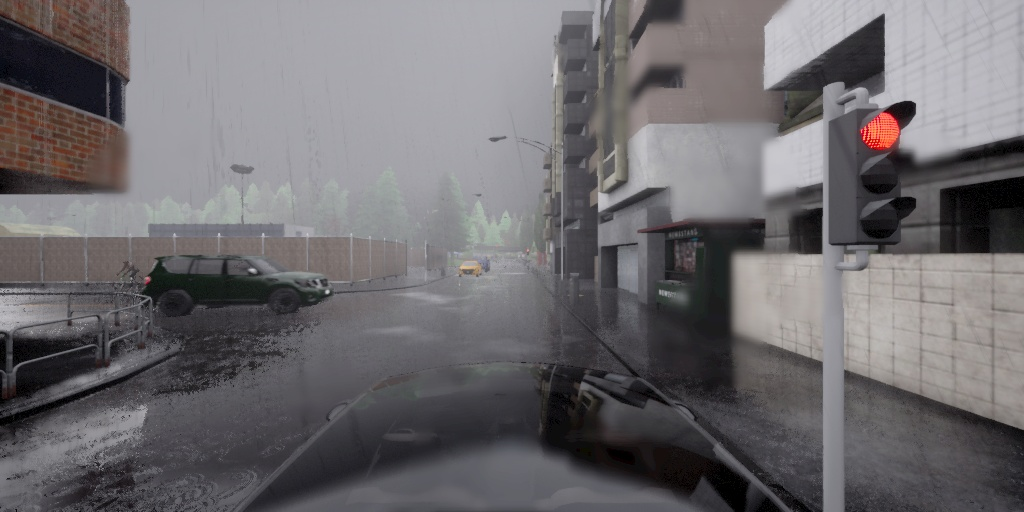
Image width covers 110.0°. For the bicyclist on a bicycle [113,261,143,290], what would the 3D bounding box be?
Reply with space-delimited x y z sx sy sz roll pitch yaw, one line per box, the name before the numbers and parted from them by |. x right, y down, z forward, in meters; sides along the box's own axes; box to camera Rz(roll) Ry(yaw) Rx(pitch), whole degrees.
bicyclist on a bicycle | -22.180 1.099 20.731 0.582 1.620 1.656 0 0 0

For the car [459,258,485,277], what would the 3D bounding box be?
car | -4.110 1.228 35.826 1.882 1.535 5.008 0 0 0

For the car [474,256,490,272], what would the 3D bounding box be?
car | -4.079 0.971 46.527 2.150 2.045 5.566 0 0 0

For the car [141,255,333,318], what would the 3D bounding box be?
car | -9.551 0.973 12.816 5.566 2.045 2.150 0 0 -8
